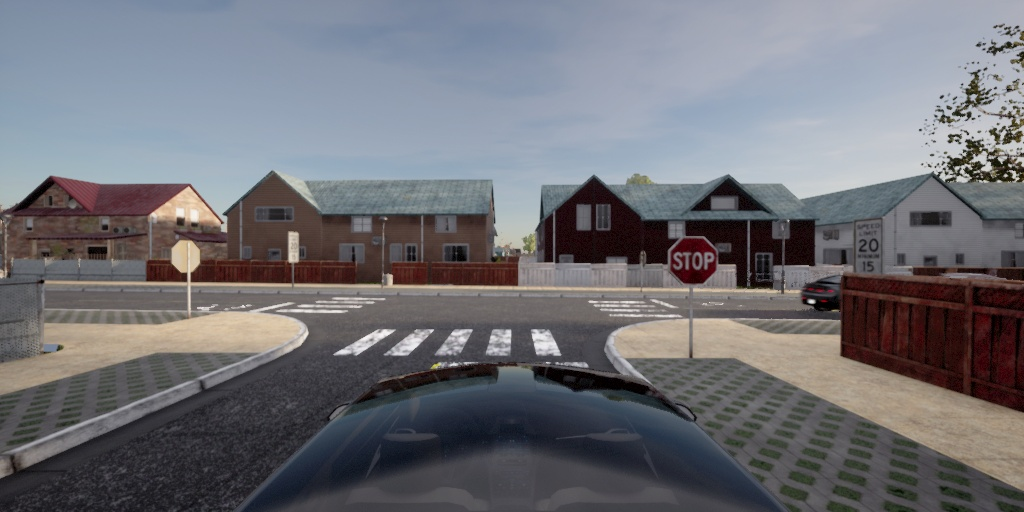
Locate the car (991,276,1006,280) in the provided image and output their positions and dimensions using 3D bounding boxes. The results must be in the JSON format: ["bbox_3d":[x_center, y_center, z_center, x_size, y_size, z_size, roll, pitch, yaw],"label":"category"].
[{"bbox_3d":[19.138,1.466,15.387,4.674,1.442,1.812,1,0,1],"label":"car"}]

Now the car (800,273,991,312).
[{"bbox_3d":[13.077,1.392,12.676,4.892,1.490,1.837,1,0,2],"label":"car"}]
